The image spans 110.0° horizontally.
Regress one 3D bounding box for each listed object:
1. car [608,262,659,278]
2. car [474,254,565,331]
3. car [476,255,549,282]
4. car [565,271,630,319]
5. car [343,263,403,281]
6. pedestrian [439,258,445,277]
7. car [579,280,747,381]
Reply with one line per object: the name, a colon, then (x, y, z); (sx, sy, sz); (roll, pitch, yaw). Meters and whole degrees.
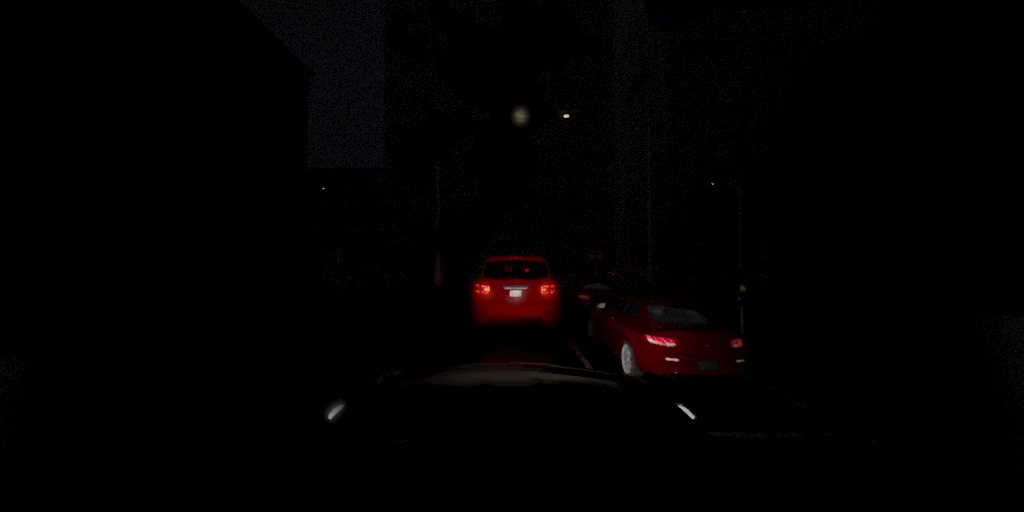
car: (10.583, 1.240, 31.436); (4.181, 1.385, 1.994); (-1, -1, 0)
car: (0.120, 0.972, 11.082); (2.150, 2.045, 5.566); (0, 0, 1)
car: (0.027, 0.962, 28.544); (5.566, 2.045, 2.150); (0, 0, 0)
car: (2.662, 1.333, 12.361); (1.802, 1.307, 4.207); (0, 0, 0)
car: (-12.228, 1.382, 31.584); (5.008, 1.535, 1.882); (-1, -1, 0)
pedestrian: (-6.747, 1.039, 34.466); (0.375, 1.860, 0.375); (0, 0, 0)
car: (2.648, 1.332, 6.922); (1.802, 1.307, 4.207); (0, 0, 0)
